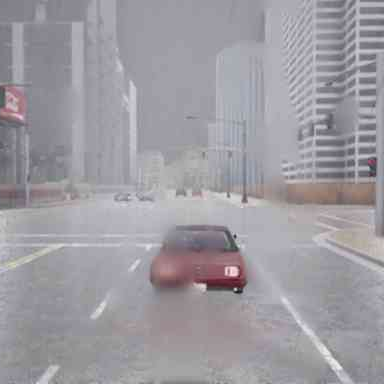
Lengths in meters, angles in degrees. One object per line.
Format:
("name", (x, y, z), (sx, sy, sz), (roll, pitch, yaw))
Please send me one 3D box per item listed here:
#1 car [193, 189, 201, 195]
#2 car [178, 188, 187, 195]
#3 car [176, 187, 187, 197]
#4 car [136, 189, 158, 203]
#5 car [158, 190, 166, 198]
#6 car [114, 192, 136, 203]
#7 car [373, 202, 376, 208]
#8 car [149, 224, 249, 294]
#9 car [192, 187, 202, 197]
("car", (1.220, -0.024, 84.137), (1.812, 1.442, 4.674), (0, 1, 1))
("car", (-2.280, -0.192, 84.155), (2.097, 1.767, 4.553), (0, 1, 1))
("car", (-2.436, 0.013, 73.517), (2.150, 2.045, 5.566), (0, 1, 1))
("car", (-6.400, 0.741, 47.949), (1.812, 1.442, 4.674), (0, 1, 1))
("car", (-6.104, 0.444, 64.070), (2.128, 1.511, 4.902), (0, 1, 1))
("car", (-9.897, 0.706, 48.027), (2.128, 1.511, 4.902), (0, 1, 1))
("car", (18.971, 1.060, 30.498), (4.181, 1.385, 1.994), (0, 1, 1))
("car", (0.218, 1.461, 8.409), (1.895, 1.301, 4.718), (0, 1, 2))
("car", (1.063, 0.013, 73.466), (2.150, 2.045, 5.566), (0, 1, 1))
